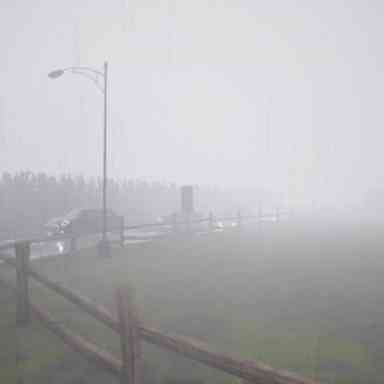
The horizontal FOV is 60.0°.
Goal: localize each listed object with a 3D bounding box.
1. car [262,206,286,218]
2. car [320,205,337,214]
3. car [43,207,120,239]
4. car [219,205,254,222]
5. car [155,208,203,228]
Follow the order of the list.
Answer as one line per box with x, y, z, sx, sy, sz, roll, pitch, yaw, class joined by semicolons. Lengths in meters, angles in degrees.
10.779;2.563;43.345;1.812;1.442;4.674;-1;-2;35;car
22.387;2.842;54.481;1.882;1.535;5.008;-1;-2;36;car
-6.356;1.715;19.703;2.097;1.767;4.553;-1;-2;34;car
4.715;2.154;35.077;2.097;1.767;4.553;-1;-2;36;car
-0.986;2.070;27.210;2.128;1.511;4.902;-1;-2;36;car
